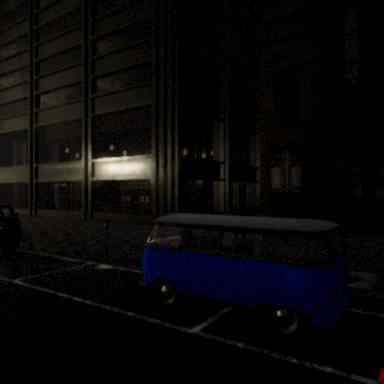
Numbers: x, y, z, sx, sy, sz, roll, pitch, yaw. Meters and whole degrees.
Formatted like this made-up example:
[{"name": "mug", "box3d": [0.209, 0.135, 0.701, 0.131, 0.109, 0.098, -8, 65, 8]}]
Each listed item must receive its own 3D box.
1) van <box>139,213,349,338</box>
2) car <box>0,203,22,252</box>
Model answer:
[{"name": "van", "box3d": [0.824, 1.342, 6.331, 3.998, 1.788, 1.690, 0, 0, 34]}, {"name": "car", "box3d": [-8.487, 1.316, 12.590, 5.009, 1.841, 2.192, 0, 0, 34]}]
